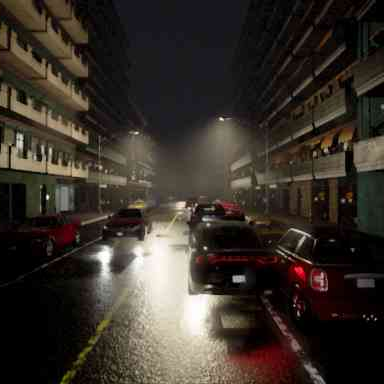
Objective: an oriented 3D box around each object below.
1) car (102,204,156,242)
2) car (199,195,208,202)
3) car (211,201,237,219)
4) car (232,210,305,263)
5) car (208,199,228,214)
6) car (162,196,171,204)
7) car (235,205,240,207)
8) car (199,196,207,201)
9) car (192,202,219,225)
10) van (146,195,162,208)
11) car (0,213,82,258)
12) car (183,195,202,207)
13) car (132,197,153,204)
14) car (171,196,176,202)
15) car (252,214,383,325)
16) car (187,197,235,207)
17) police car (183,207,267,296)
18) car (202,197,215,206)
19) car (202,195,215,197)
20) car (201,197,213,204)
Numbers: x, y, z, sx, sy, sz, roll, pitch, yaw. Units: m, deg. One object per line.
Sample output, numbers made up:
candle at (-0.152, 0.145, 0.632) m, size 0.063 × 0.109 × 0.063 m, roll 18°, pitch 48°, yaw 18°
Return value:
car at (-3.074, 1.526, 16.520) m, size 1.812 × 1.442 × 4.674 m, roll 0°, pitch 0°, yaw 0°
car at (2.824, 1.545, 80.695) m, size 1.967 × 1.590 × 4.097 m, roll 0°, pitch 0°, yaw 0°
car at (2.738, 1.549, 29.743) m, size 1.887 × 1.381 × 4.507 m, roll 0°, pitch 0°, yaw 0°
car at (2.709, 1.525, 12.923) m, size 1.752 × 1.417 × 4.829 m, roll 0°, pitch 0°, yaw 0°
car at (2.747, 1.534, 35.572) m, size 1.752 × 1.417 × 4.829 m, roll 0°, pitch 0°, yaw 0°
car at (-5.585, 1.499, 63.748) m, size 1.967 × 1.590 × 4.097 m, roll 0°, pitch 0°, yaw 0°
car at (2.728, 1.547, 24.078) m, size 1.887 × 1.381 × 4.507 m, roll 0°, pitch 0°, yaw 0°
car at (2.834, 1.690, 86.354) m, size 1.947 × 1.339 × 4.313 m, roll 0°, pitch 0°, yaw 0°
car at (0.877, 1.529, 24.717) m, size 1.812 × 1.442 × 4.674 m, roll 0°, pitch 0°, yaw 0°
van at (-5.614, 1.364, 46.763) m, size 1.690 × 1.788 × 3.998 m, roll 0°, pitch 0°, yaw 0°
car at (-5.671, 1.544, 12.790) m, size 1.887 × 1.381 × 4.507 m, roll 0°, pitch 0°, yaw 0°
car at (0.110, 1.499, 45.606) m, size 1.882 × 1.535 × 5.008 m, roll 0°, pitch 0°, yaw 1°
car at (-5.633, 1.533, 35.269) m, size 1.752 × 1.417 × 4.829 m, roll 0°, pitch 0°, yaw 0°
car at (-5.556, 1.630, 80.564) m, size 1.752 × 1.417 × 4.829 m, roll 0°, pitch 0°, yaw 0°
car at (2.699, 1.439, 7.090) m, size 1.967 × 1.590 × 4.097 m, roll 0°, pitch 0°, yaw 0°
car at (0.930, 1.352, 18.691) m, size 2.097 × 1.767 × 4.553 m, roll 0°, pitch 0°, yaw 0°
police car at (0.814, 1.424, 8.811) m, size 1.930 × 1.638 × 5.238 m, roll 0°, pitch 0°, yaw -1°
car at (2.786, 1.597, 58.048) m, size 2.008 × 1.369 × 4.403 m, roll 0°, pitch 0°, yaw 0°
car at (2.775, 1.349, 52.386) m, size 2.192 × 1.841 × 5.009 m, roll 0°, pitch 0°, yaw 0°
car at (2.796, 1.610, 63.709) m, size 2.008 × 1.369 × 4.403 m, roll 0°, pitch 0°, yaw 0°
